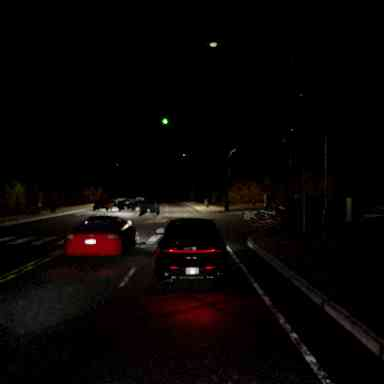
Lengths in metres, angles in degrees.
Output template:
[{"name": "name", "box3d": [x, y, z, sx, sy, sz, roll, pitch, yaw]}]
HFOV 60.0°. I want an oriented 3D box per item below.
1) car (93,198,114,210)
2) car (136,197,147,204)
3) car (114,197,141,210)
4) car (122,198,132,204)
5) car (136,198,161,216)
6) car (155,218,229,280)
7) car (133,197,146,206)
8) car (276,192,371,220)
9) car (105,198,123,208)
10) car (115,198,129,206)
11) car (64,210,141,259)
[{"name": "car", "box3d": [-11.438, 1.677, 42.932, 1.812, 1.442, 4.674, 0, 0, -4]}, {"name": "car", "box3d": [-10.709, 1.836, 71.225, 2.128, 1.511, 4.902, 0, 0, -6]}, {"name": "car", "box3d": [-8.132, 1.638, 42.221, 2.128, 1.511, 4.902, 0, 0, -4]}, {"name": "car", "box3d": [-14.073, 1.912, 72.032, 1.895, 1.301, 4.718, 0, 0, -7]}, {"name": "car", "box3d": [-4.144, 1.587, 33.109, 1.812, 1.442, 4.674, -1, -2, -3]}, {"name": "car", "box3d": [-0.026, 1.531, 9.960, 1.837, 1.490, 4.892, 0, 0, -1]}, {"name": "car", "box3d": [-9.612, 1.739, 61.070, 2.128, 1.511, 4.902, 0, 0, -5]}, {"name": "car", "box3d": [8.172, 0.961, 21.338, 5.357, 1.411, 2.033, -2, 0, 0]}, {"name": "car", "box3d": [-12.111, 1.690, 52.031, 2.128, 1.511, 4.902, 0, 0, -4]}, {"name": "car", "box3d": [-12.948, 1.816, 61.770, 1.994, 1.385, 4.181, 0, 0, -6]}, {"name": "car", "box3d": [-3.340, 1.597, 12.829, 1.994, 1.385, 4.181, 0, 0, -1]}]
